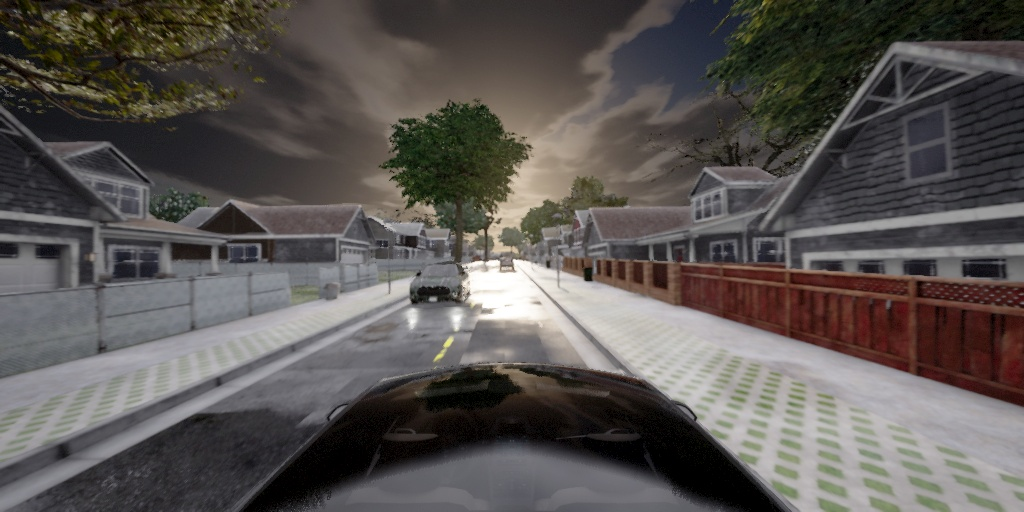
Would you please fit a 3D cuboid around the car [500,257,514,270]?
[{"bbox_3d":[-0.656,0.953,46.218,2.128,1.511,4.902,-1,0,-1],"label":"car"}]

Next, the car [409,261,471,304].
[{"bbox_3d":[-3.074,1.059,16.028,2.097,1.767,4.553,-1,0,-1],"label":"car"}]
